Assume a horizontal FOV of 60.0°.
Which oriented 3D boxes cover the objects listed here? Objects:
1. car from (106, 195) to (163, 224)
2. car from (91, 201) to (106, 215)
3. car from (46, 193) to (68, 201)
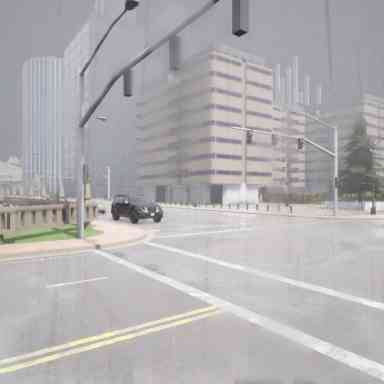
[{"bbox_3d":[-4.349,1.222,25.461,2.150,2.045,5.566,0,0,-35],"label":"car"},{"bbox_3d":[-10.353,1.601,33.886,1.895,1.301,4.718,0,0,-35],"label":"car"},{"bbox_3d":[-18.545,1.222,45.411,2.150,2.045,5.566,0,0,-35],"label":"car"}]
